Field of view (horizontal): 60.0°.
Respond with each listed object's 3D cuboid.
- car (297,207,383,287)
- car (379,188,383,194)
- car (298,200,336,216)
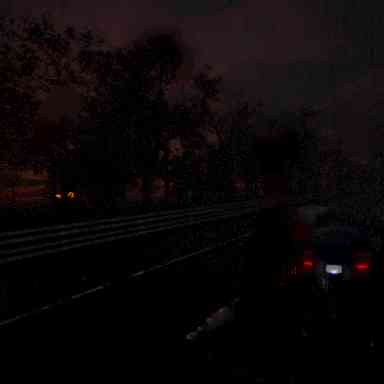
[{"bbox_3d":[4.046,1.348,8.762,1.812,1.442,4.674,-3,0,31],"label":"car"},{"bbox_3d":[44.078,-0.310,76.175,1.895,1.301,4.718,-3,0,36],"label":"car"},{"bbox_3d":[9.173,1.215,24.124,1.895,1.301,4.718,-3,0,32],"label":"car"}]
